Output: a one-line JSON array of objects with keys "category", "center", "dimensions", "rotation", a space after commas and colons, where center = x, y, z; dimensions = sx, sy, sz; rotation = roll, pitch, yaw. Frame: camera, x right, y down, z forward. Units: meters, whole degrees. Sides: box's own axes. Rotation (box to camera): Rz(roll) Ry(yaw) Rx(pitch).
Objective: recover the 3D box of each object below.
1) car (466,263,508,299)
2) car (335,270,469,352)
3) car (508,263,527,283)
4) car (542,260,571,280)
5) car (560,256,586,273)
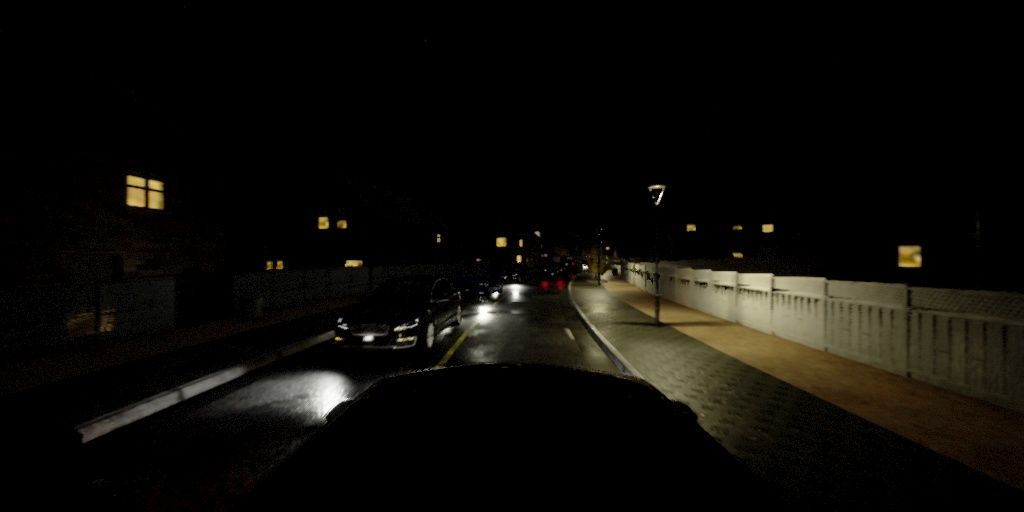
[{"category": "car", "center": [-1.666, 1.278, 18.587], "dimensions": [1.882, 1.535, 5.008], "rotation": [0, 0, 8]}, {"category": "car", "center": [-2.512, 1.278, 9.068], "dimensions": [1.837, 1.490, 4.892], "rotation": [0, 0, 4]}, {"category": "car", "center": [0.026, 1.317, 28.624], "dimensions": [1.837, 1.490, 4.892], "rotation": [0, 0, 12]}, {"category": "car", "center": [3.970, 1.323, 32.528], "dimensions": [1.812, 1.442, 4.674], "rotation": [0, 0, 14]}, {"category": "car", "center": [7.022, 0.953, 42.814], "dimensions": [2.150, 2.045, 5.566], "rotation": [0, 1, 19]}]
